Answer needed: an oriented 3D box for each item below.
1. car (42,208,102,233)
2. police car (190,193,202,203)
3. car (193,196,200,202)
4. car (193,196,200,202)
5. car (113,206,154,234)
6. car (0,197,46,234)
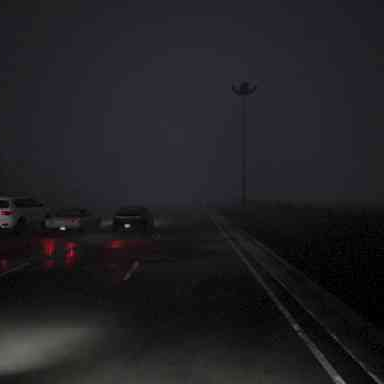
[{"bbox_3d":[-6.874,1.665,19.942,1.895,1.301,4.718,0,0,0],"label":"car"},{"bbox_3d":[1.149,1.665,74.161,1.930,1.638,5.238,0,0,0],"label":"police car"},{"bbox_3d":[1.170,1.796,90.051,1.837,1.490,4.892,0,0,0],"label":"car"},{"bbox_3d":[1.162,1.727,84.241,1.801,1.575,5.366,0,0,0],"label":"car"},{"bbox_3d":[-3.374,1.555,19.776,2.128,1.511,4.902,0,0,0],"label":"car"},{"bbox_3d":[-10.374,1.285,19.743,2.150,2.045,5.566,0,0,0],"label":"car"}]
